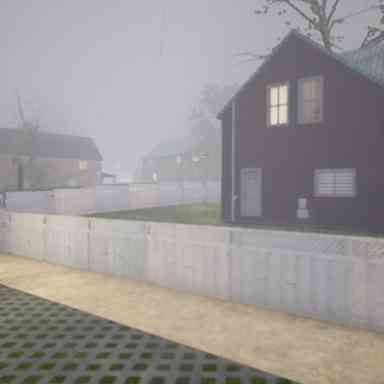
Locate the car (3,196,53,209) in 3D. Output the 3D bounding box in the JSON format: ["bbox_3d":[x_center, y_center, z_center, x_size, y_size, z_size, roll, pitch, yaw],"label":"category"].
[{"bbox_3d":[-12.052,0.726,25.621,4.718,1.301,1.895,-4,3,-40],"label":"car"}]
